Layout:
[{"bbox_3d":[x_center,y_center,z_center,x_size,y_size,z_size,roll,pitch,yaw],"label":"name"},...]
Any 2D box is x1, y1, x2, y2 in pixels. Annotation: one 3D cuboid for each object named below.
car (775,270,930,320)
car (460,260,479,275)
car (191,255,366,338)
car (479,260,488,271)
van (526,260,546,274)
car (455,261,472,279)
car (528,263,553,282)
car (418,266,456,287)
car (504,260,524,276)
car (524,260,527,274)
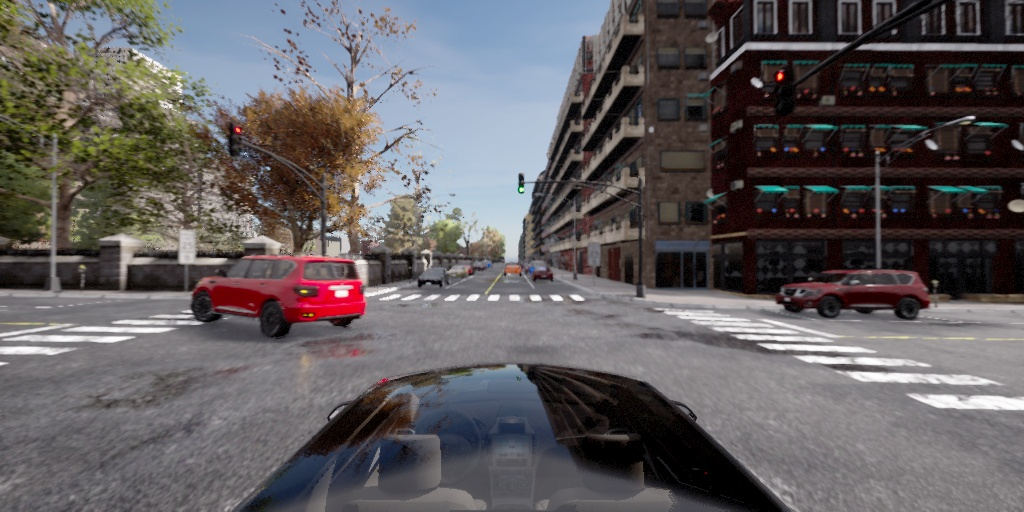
[{"bbox_3d":[13.451,1.455,14.282,5.009,1.841,2.192,0,0,-1],"label":"car"},{"bbox_3d":[-5.685,1.443,43.517,2.192,1.841,5.009,0,0,0],"label":"car"},{"bbox_3d":[-6.767,0.992,10.395,5.566,2.045,2.150,2,-2,27],"label":"car"},{"bbox_3d":[-5.683,1.734,60.407,1.967,1.591,4.097,0,0,0],"label":"car"},{"bbox_3d":[2.695,1.414,37.886,1.690,1.789,3.998,0,0,0],"label":"van"},{"bbox_3d":[-5.685,1.600,37.718,1.751,1.417,4.829,0,0,0],"label":"car"},{"bbox_3d":[2.694,1.566,32.256,1.888,1.381,4.507,0,0,0],"label":"car"},{"bbox_3d":[-5.687,1.536,26.627,1.948,1.339,4.313,0,0,0],"label":"car"},{"bbox_3d":[0.103,1.492,44.779,2.097,1.767,4.553,0,-1,0],"label":"car"},{"bbox_3d":[2.697,1.622,49.146,1.967,1.591,4.097,0,0,0],"label":"car"}]
